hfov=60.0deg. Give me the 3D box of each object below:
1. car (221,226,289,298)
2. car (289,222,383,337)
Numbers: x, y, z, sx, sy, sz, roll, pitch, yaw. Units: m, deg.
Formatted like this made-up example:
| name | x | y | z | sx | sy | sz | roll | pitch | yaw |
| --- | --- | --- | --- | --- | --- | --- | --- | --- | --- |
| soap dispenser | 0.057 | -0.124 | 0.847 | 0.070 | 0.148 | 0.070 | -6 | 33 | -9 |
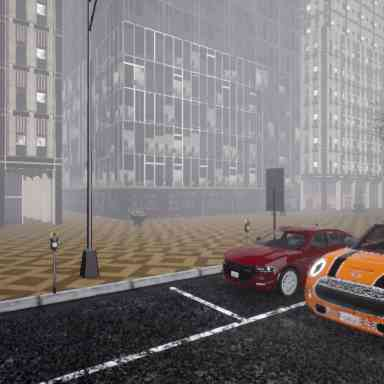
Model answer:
| name | x | y | z | sx | sy | sz | roll | pitch | yaw |
| --- | --- | --- | --- | --- | --- | --- | --- | --- | --- |
| car | 2.758 | 1.545 | 8.538 | 4.507 | 1.381 | 1.887 | 0 | 0 | -36 |
| car | 4.248 | 1.352 | 6.419 | 4.553 | 1.767 | 2.097 | 0 | 0 | -36 |
